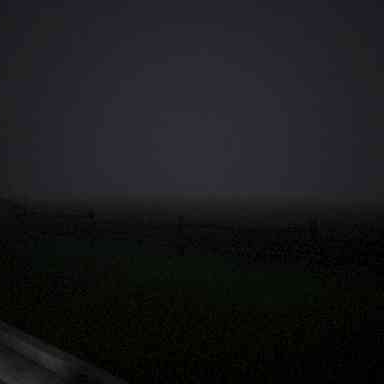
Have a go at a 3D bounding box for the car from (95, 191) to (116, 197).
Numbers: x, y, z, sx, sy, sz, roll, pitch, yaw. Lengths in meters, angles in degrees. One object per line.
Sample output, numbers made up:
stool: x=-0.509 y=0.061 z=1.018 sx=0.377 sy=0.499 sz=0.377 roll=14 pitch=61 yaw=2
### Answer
car: x=-20.334 y=0.702 z=78.480 sx=1.837 sy=1.490 sz=4.892 roll=1 pitch=0 yaw=10

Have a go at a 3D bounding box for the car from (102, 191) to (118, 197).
car: x=-21.975 y=0.497 z=89.347 sx=2.033 sy=1.411 sz=5.357 roll=1 pitch=0 yaw=10

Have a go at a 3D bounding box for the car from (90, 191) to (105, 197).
car: x=-25.421 y=0.394 z=89.953 sx=1.882 sy=1.535 sz=5.008 roll=1 pitch=0 yaw=10

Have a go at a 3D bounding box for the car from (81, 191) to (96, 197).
car: x=-23.781 y=0.661 z=79.086 sx=1.837 sy=1.490 sz=4.892 roll=1 pitch=0 yaw=10

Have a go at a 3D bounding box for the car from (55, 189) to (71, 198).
car: x=-30.586 y=0.601 z=80.801 sx=1.812 sy=1.442 sz=4.674 roll=1 pitch=0 yaw=10

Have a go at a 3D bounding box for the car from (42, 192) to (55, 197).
car: x=-34.122 y=0.587 z=80.904 sx=2.033 sy=1.411 sz=5.357 roll=1 pitch=0 yaw=10

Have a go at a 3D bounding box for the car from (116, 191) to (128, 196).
car: x=-18.528 y=0.538 z=88.741 sx=2.033 sy=1.411 sz=5.357 roll=1 pitch=0 yaw=10

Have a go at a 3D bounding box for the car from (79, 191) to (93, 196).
car: x=-28.869 y=0.427 z=90.559 sx=1.994 sy=1.385 sz=4.181 roll=1 pitch=0 yaw=10

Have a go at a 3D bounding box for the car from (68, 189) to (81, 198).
car: x=-27.156 y=0.681 z=80.103 sx=1.994 sy=1.385 sz=4.181 roll=1 pitch=0 yaw=10
